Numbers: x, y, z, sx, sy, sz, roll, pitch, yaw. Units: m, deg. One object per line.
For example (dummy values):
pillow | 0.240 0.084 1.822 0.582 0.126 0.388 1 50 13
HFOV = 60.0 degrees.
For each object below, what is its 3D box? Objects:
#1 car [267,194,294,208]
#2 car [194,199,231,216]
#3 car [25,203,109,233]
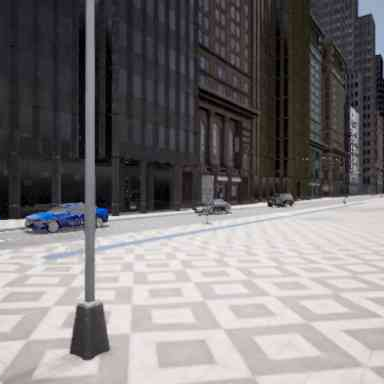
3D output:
car | 12.798 1.253 47.781 2.150 2.045 5.566 0 0 36
car | 2.075 1.458 32.942 2.128 1.511 4.902 0 0 36
car | -7.308 1.454 19.831 1.882 1.535 5.008 0 0 36
